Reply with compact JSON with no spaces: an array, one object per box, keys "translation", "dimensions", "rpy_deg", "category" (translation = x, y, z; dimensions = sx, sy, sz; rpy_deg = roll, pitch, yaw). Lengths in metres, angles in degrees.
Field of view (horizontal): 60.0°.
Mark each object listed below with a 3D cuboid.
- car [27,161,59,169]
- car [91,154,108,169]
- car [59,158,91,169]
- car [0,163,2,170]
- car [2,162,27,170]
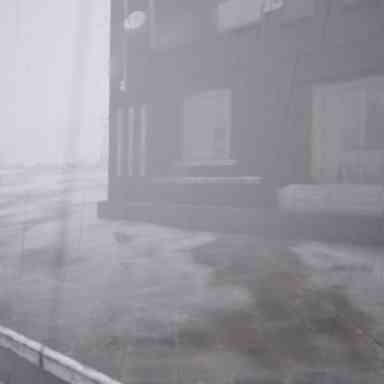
[{"translation":[-18.687,-3.365,43.660],"dimensions":[4.892,1.521,2.231],"rpy_deg":[1,1,27],"category":"car"},{"translation":[-8.505,-3.350,38.878],"dimensions":[5.566,2.045,2.435],"rpy_deg":[2,1,25],"category":"car"},{"translation":[-13.606,-3.368,41.217],"dimensions":[4.553,1.767,2.185],"rpy_deg":[1,1,26],"category":"car"},{"translation":[-28.383,-3.537,48.724],"dimensions":[4.792,1.488,2.163],"rpy_deg":[1,1,29],"category":"car"},{"translation":[-23.519,-3.426,46.118],"dimensions":[4.674,1.452,2.002],"rpy_deg":[1,1,28],"category":"car"}]
